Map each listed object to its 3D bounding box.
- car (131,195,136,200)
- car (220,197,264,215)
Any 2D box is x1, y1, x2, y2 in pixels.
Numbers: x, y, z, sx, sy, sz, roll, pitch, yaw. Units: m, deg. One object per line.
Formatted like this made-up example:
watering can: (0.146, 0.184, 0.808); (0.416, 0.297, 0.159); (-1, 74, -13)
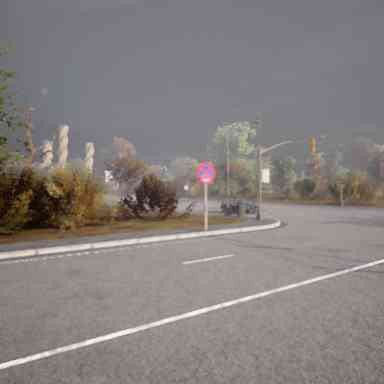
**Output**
car: (-9.412, 1.155, 52.937); (1.812, 1.442, 4.674); (-1, 2, -31)
car: (4.510, 1.289, 30.654); (1.837, 1.490, 4.892); (-1, 2, -32)
